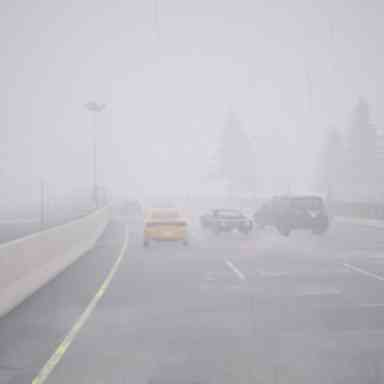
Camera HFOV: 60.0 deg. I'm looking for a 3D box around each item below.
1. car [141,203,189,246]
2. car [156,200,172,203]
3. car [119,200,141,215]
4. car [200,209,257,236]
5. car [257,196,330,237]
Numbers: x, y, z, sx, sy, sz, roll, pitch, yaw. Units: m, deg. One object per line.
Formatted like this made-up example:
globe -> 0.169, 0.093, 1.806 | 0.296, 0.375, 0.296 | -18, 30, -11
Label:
car -> -1.336, 1.495, 15.577 | 1.882, 1.535, 5.008 | 0, 0, -8
car -> -3.075, 1.566, 35.866 | 1.812, 1.442, 4.674 | 0, 0, -20
car -> -6.548, 1.546, 35.240 | 2.128, 1.511, 4.902 | 0, 0, -20
car -> 1.724, 1.608, 18.513 | 1.895, 1.301, 4.718 | 0, 0, -10
car -> 5.299, 1.214, 18.415 | 2.150, 2.045, 5.566 | 0, 0, -10
